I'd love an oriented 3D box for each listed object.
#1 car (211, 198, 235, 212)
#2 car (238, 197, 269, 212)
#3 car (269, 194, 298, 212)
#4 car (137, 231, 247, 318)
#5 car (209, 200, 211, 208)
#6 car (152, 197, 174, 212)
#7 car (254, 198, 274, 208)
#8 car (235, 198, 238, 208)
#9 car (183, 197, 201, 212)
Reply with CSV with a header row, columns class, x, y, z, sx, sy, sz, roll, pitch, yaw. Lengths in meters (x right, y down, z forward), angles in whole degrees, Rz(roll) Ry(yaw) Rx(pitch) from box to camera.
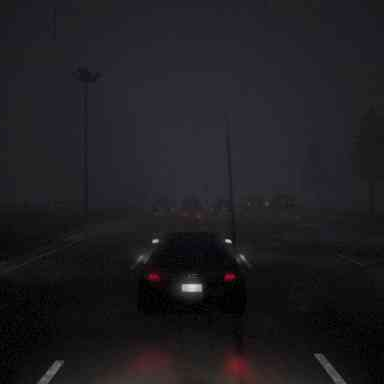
class,x,y,z,sx,sy,sz,roll,pitch,yaw
car,3.498,1.505,38.623,1.837,1.490,4.892,0,0,0
car,6.998,1.352,38.421,2.097,1.767,4.553,0,0,0
car,10.499,1.221,38.371,2.150,2.045,5.566,0,0,0
car,-0.002,1.564,7.539,1.994,1.385,4.181,0,0,0
car,3.494,1.601,48.895,1.895,1.301,4.718,0,0,0
car,-3.499,1.505,38.878,1.837,1.490,4.892,0,0,0
car,10.494,1.601,48.872,1.895,1.301,4.718,0,0,0
car,6.990,1.547,48.161,2.033,1.411,5.357,0,0,0
car,0.001,1.352,38.861,2.097,1.767,4.553,0,0,0
